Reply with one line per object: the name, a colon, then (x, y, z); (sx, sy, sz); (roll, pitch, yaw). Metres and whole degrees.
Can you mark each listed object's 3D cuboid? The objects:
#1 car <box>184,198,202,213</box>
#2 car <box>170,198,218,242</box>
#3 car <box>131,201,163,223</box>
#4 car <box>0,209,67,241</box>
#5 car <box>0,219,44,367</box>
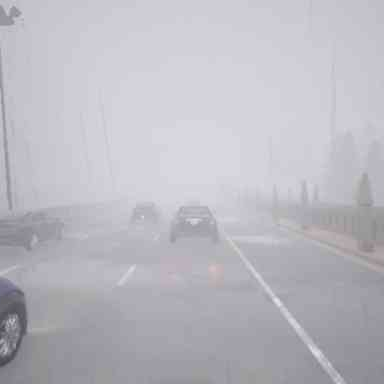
car: (0.092, 1.433, 37.905); (1.882, 1.535, 5.008); (0, 0, 0)
car: (0.096, 1.336, 16.422); (2.097, 1.767, 4.553); (0, 0, 0)
car: (-3.406, 1.476, 25.430); (1.837, 1.490, 4.892); (0, 0, 0)
car: (-6.904, 1.491, 14.035); (1.837, 1.490, 4.892); (0, 0, 0)
car: (-3.402, 1.353, 2.935); (2.097, 1.767, 4.553); (0, 0, 0)
